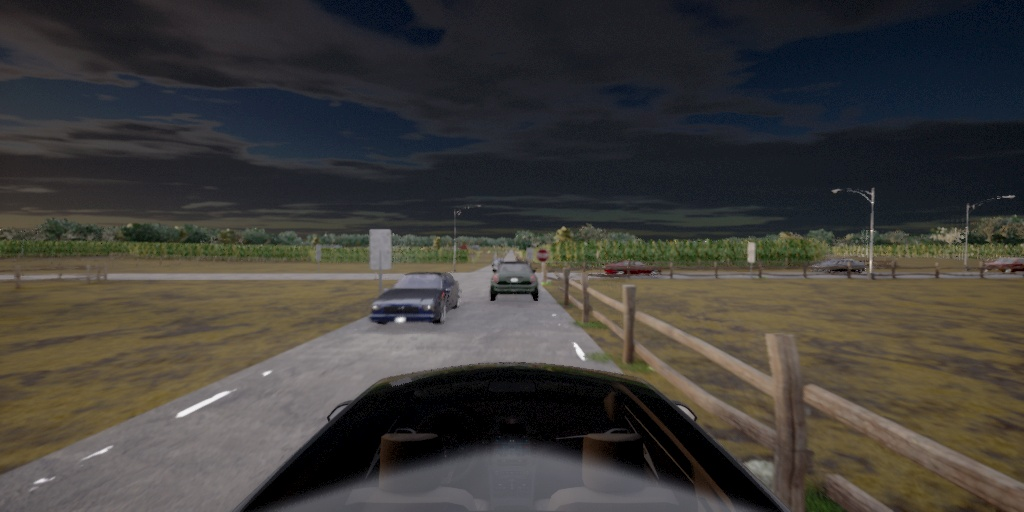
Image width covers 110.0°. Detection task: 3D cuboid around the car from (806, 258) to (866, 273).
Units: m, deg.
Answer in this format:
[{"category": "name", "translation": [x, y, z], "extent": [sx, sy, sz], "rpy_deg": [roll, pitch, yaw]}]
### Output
[{"category": "car", "translation": [31.857, 0.992, 35.307], "extent": [4.902, 1.511, 2.128], "rpy_deg": [0, 2, 0]}]

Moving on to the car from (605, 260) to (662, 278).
[{"category": "car", "translation": [11.001, 1.095, 32.446], "extent": [5.008, 1.535, 1.882], "rpy_deg": [0, 1, -1]}]

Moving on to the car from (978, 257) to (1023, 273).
[{"category": "car", "translation": [49.089, 0.893, 35.245], "extent": [5.008, 1.535, 1.882], "rpy_deg": [0, 2, 0]}]

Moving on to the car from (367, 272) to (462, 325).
[{"category": "car", "translation": [-2.832, 1.227, 11.776], "extent": [2.033, 1.411, 5.357], "rpy_deg": [0, 0, 0]}]

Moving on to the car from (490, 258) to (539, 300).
[{"category": "car", "translation": [0.100, 1.001, 17.079], "extent": [2.097, 1.767, 4.553], "rpy_deg": [0, 0, 0]}]
